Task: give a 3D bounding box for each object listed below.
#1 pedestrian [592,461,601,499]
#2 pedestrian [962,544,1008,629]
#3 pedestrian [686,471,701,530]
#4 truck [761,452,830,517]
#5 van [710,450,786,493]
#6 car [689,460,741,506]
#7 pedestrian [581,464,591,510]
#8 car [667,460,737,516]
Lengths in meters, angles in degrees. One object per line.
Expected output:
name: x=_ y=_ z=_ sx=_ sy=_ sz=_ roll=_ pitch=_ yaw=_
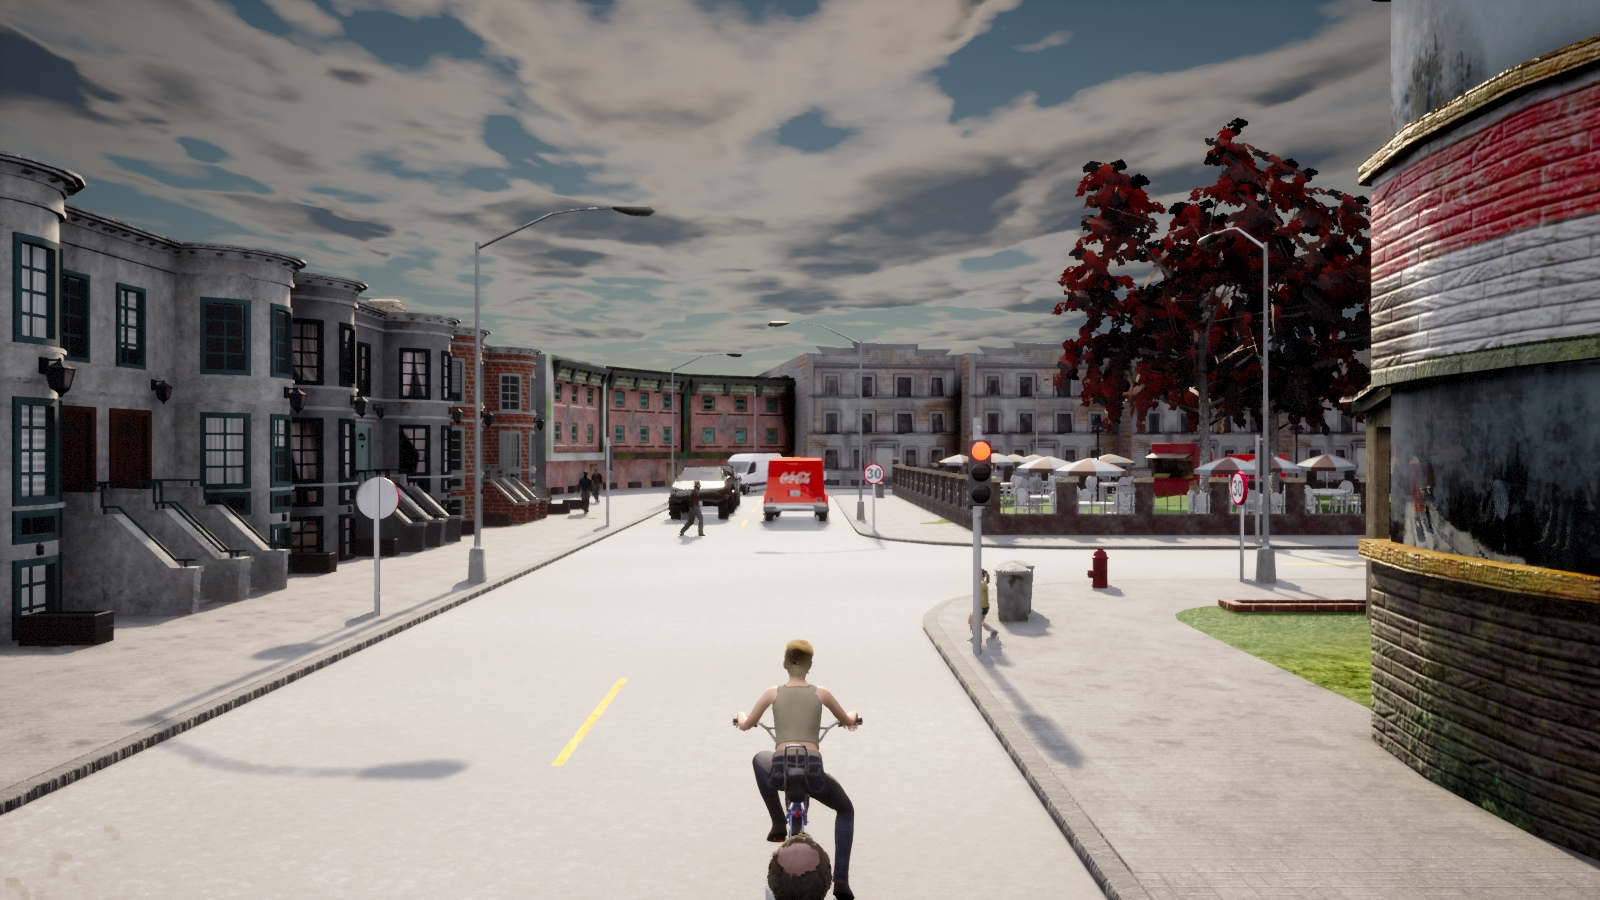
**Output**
pedestrian: x=-10.115 y=1.503 z=56.870 sx=0.375 sy=1.860 sz=0.375 roll=0 pitch=0 yaw=5
pedestrian: x=2.587 y=1.898 z=15.972 sx=0.500 sy=1.100 sz=0.500 roll=0 pitch=0 yaw=27
pedestrian: x=-3.396 y=1.614 z=36.415 sx=0.375 sy=1.860 sz=0.375 roll=0 pitch=0 yaw=19
truck: x=-0.129 y=1.330 z=46.418 sx=2.627 sy=2.467 sz=5.204 roll=0 pitch=0 yaw=1
van: x=-3.202 y=1.287 z=72.027 sx=1.988 sy=2.561 sz=5.915 roll=0 pitch=0 yaw=28
car: x=-4.051 y=1.538 z=55.431 sx=2.150 sy=2.045 sz=5.566 roll=0 pitch=0 yaw=0
pedestrian: x=-8.762 y=1.506 z=46.751 sx=0.375 sy=1.860 sz=0.375 roll=0 pitch=0 yaw=-13
car: x=-3.997 y=1.515 z=47.708 sx=2.390 sy=2.098 sz=6.274 roll=0 pitch=0 yaw=0
